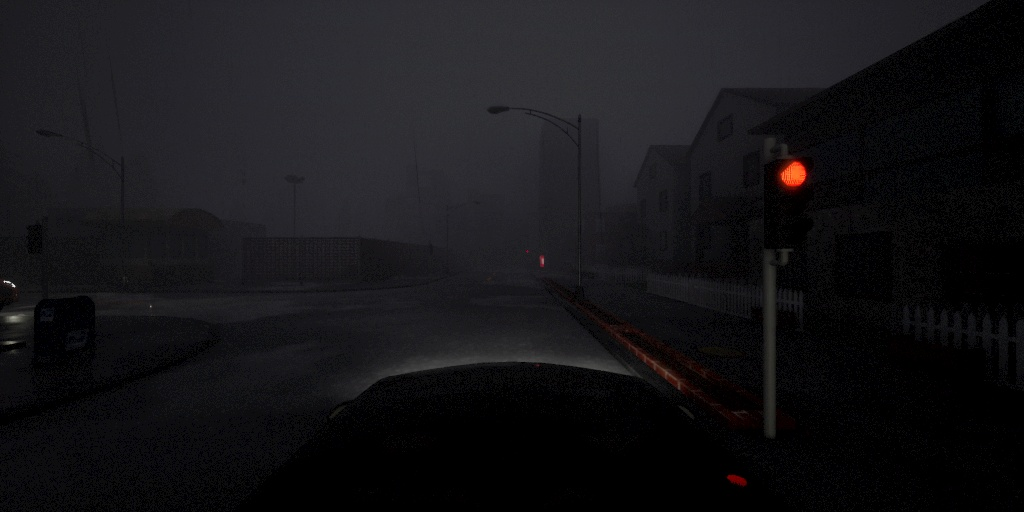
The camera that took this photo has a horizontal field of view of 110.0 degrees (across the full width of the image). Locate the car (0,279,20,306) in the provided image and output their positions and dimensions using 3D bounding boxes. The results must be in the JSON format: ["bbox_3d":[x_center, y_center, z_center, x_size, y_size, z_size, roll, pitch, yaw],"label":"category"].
[{"bbox_3d":[-21.594,1.102,13.299,4.553,1.767,2.097,0,0,0],"label":"car"}]

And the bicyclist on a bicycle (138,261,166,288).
[{"bbox_3d":[-21.746,1.099,21.692,0.582,1.620,1.656,0,0,0],"label":"bicyclist on a bicycle"}]
